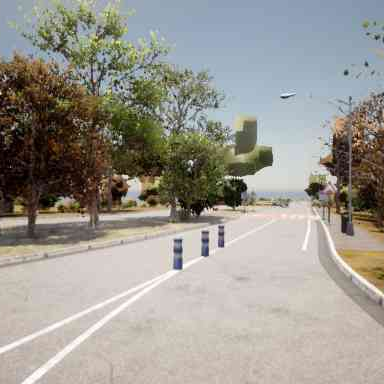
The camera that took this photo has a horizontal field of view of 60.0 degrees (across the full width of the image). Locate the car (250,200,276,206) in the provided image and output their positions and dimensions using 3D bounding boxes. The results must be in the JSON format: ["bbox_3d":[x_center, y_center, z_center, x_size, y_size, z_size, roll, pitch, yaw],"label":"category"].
[{"bbox_3d":[19.850,3.276,93.063,5.366,1.575,1.946,0,-2,19],"label":"car"}]

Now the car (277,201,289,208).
[{"bbox_3d":[20.416,2.693,73.520,1.837,1.490,4.892,0,-1,19],"label":"car"}]
